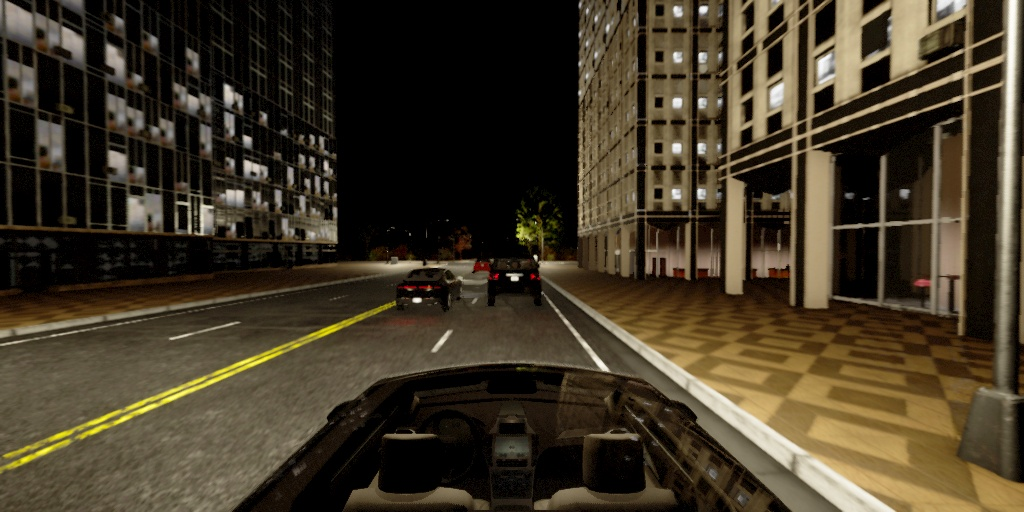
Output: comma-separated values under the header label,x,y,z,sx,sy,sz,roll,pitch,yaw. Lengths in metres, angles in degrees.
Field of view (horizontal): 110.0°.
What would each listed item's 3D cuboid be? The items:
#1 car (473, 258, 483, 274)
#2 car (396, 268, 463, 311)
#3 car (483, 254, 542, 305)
label,x,y,z,sx,sy,sz,roll,pitch,yaw
car,-3.148,0.990,40.202,2.097,1.767,4.553,0,0,0
car,-3.150,1.220,14.325,1.837,1.490,4.892,0,0,0
car,0.101,0.932,15.891,2.150,2.045,5.566,0,0,0
